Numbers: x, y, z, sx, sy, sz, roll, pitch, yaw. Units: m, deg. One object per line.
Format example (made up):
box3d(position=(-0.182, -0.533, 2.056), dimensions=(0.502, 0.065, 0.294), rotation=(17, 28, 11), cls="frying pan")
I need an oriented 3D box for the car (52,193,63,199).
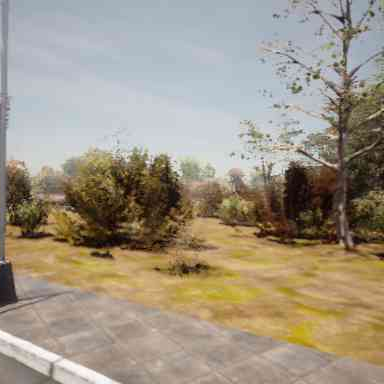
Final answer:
box3d(position=(-22.159, 1.176, 56.343), dimensions=(2.150, 2.045, 5.566), rotation=(2, -2, 18), cls="car")
